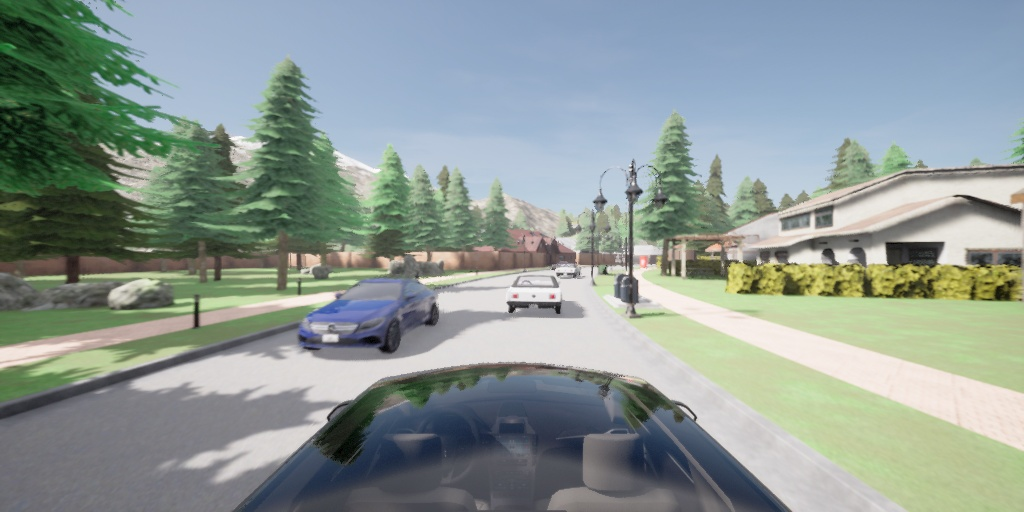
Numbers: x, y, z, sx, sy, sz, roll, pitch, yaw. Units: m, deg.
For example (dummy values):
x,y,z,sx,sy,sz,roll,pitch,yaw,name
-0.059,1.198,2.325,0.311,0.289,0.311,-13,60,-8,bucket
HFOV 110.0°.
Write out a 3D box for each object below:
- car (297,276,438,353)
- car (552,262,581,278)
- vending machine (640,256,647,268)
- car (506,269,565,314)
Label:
x,y,z,sx,sy,sz,roll,pitch,yaw,name
-3.186,1.268,8.975,1.812,1.442,4.674,0,0,5,car
5.592,1.388,35.135,1.895,1.301,4.718,0,0,18,car
22.384,1.055,61.055,1.100,2.100,0.880,0,0,35,vending machine
0.964,1.361,13.988,1.895,1.301,4.718,0,0,6,car
